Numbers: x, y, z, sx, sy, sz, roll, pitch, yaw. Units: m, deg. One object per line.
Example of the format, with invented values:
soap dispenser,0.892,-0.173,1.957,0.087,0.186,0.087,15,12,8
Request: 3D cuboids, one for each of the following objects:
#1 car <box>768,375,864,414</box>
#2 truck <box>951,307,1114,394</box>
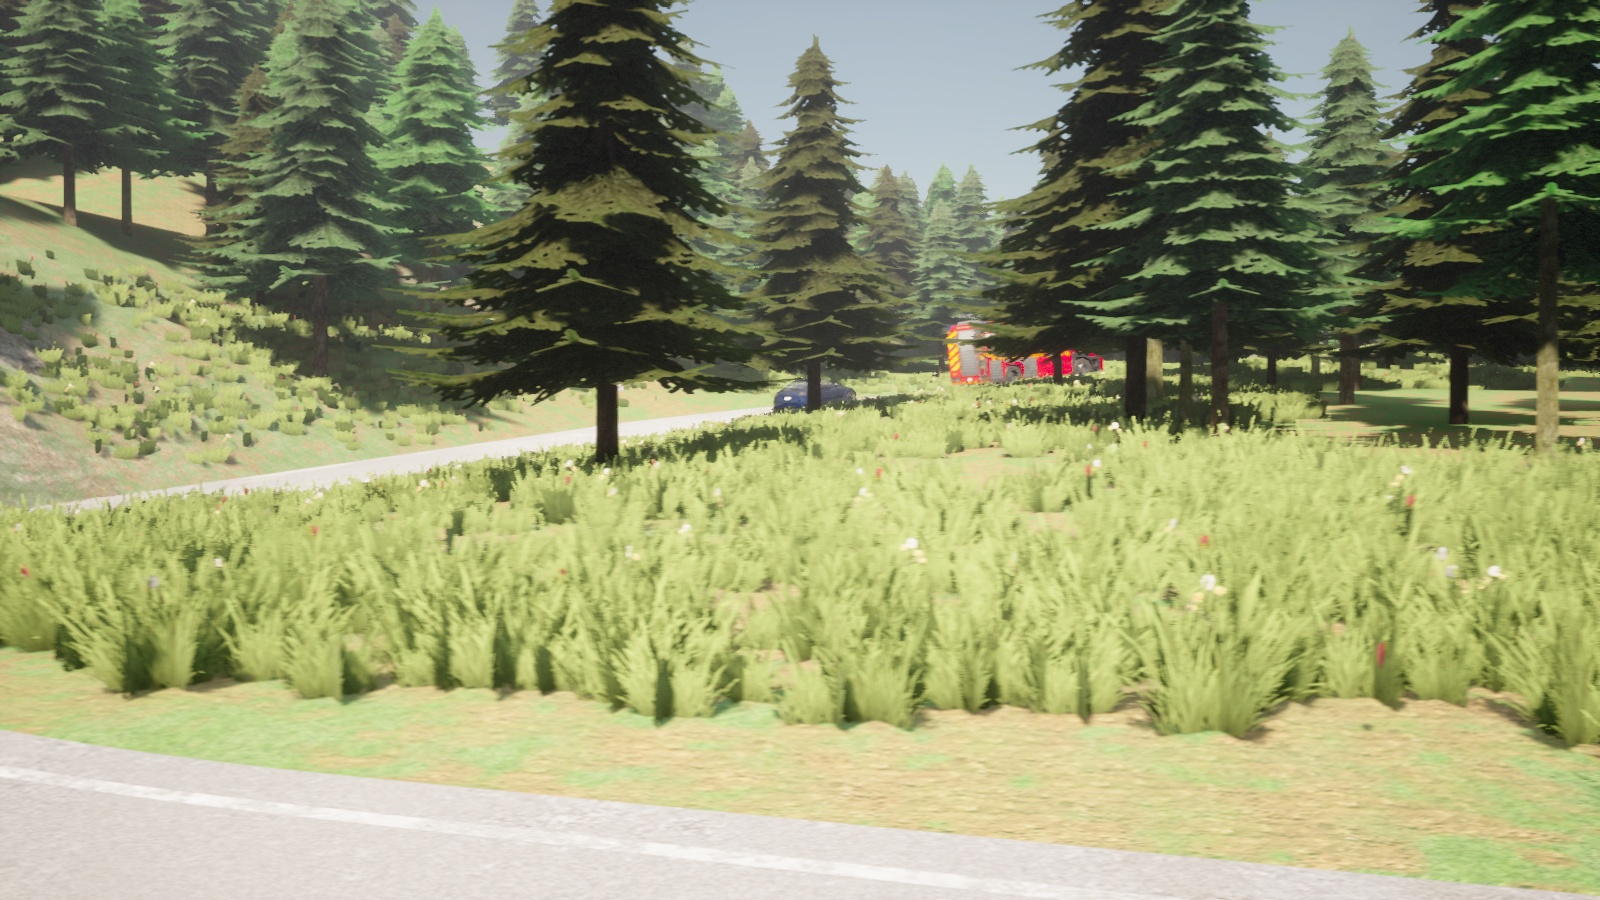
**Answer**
car,0.740,-2.407,54.176,1.994,1.385,4.181,1,6,36
truck,11.992,-5.134,64.358,8.468,3.827,2.891,-7,4,-35
